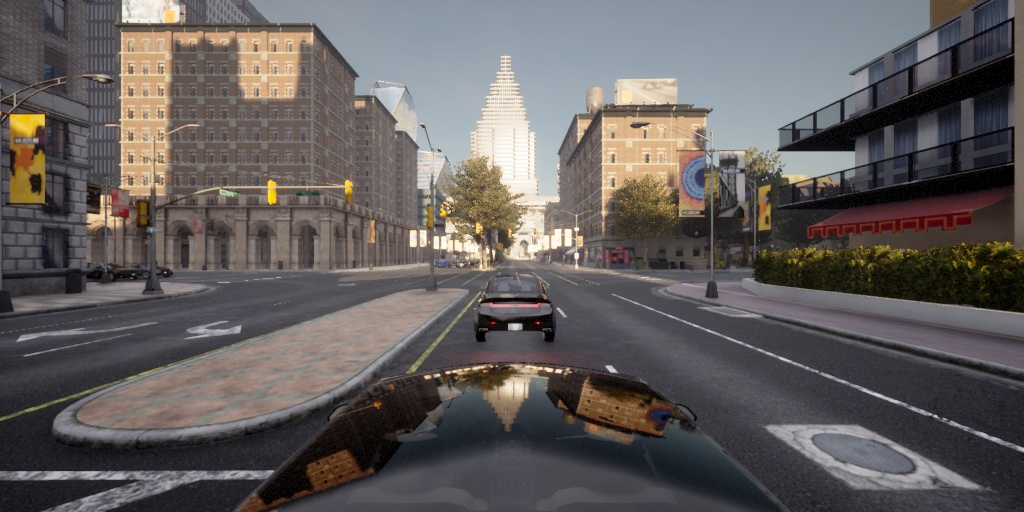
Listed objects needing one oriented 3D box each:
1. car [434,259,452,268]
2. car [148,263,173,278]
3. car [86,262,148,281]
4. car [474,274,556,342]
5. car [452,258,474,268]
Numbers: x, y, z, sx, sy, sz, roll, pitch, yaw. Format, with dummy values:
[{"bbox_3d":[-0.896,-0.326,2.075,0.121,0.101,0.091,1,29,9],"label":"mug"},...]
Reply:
[{"bbox_3d":[-11.554,1.246,60.022,1.882,1.535,5.008,0,0,0],"label":"car"},{"bbox_3d":[-33.636,1.324,32.704,4.181,1.385,1.994,0,0,-1],"label":"car"},{"bbox_3d":[-33.348,1.236,29.212,5.008,1.535,1.882,0,0,0],"label":"car"},{"bbox_3d":[0.079,1.244,9.791,2.128,1.511,4.902,0,0,0],"label":"car"},{"bbox_3d":[-8.058,1.260,59.607,2.128,1.511,4.902,0,0,0],"label":"car"}]
